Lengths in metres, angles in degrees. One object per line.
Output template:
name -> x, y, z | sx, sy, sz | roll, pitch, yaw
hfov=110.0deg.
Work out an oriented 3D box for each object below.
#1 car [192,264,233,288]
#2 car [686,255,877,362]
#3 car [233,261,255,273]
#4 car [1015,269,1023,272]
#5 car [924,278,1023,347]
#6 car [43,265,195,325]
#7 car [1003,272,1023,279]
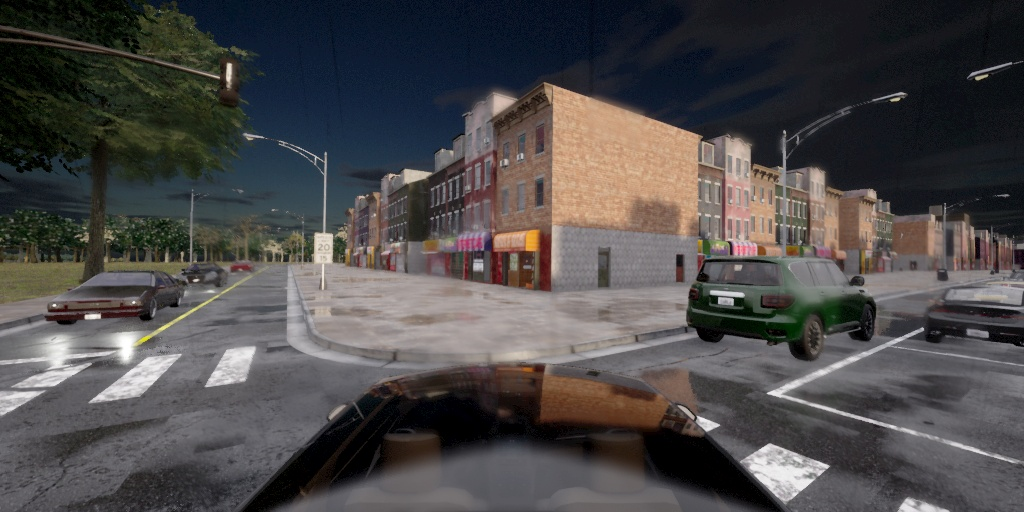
car -> -18.285, 1.145, 21.269 | 1.994, 1.385, 4.181 | 1, 0, -32
car -> 6.510, 1.017, 8.551 | 5.566, 2.045, 2.150 | 1, -1, -32
car -> -29.465, 1.198, 39.328 | 1.895, 1.301, 4.718 | 1, -1, -32
car -> 25.690, 1.417, 17.577 | 4.097, 1.591, 1.967 | 0, 0, -32
car -> 11.313, 1.365, 8.464 | 4.403, 1.370, 2.007 | 0, 0, -32
car -> -12.167, 1.157, 11.470 | 2.033, 1.411, 5.357 | 1, 0, -32
car -> 16.249, 1.392, 11.593 | 4.829, 1.417, 1.751 | 0, 0, -32
